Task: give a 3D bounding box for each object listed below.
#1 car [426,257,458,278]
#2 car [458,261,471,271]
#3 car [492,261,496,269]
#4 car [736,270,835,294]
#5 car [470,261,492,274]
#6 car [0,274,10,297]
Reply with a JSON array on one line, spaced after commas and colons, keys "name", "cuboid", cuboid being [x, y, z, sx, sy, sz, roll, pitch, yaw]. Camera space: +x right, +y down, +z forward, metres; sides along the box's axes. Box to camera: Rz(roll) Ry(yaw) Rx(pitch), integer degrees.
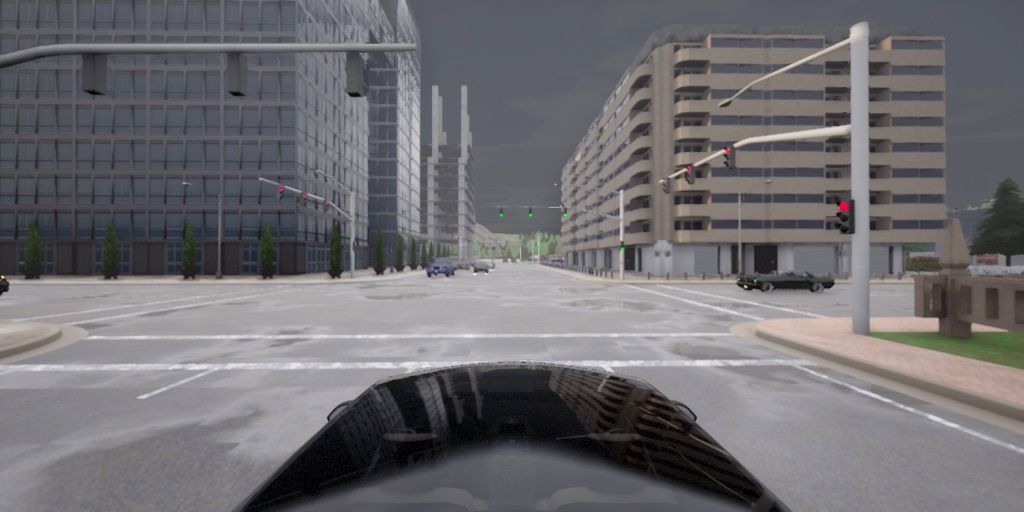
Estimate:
[{"name": "car", "cuboid": [-7.499, 1.172, 38.174, 2.150, 2.045, 5.566, 0, 0, 0]}, {"name": "car", "cuboid": [-7.669, 1.610, 54.947, 1.994, 1.385, 4.181, 0, 0, -1]}, {"name": "car", "cuboid": [-4.233, 1.611, 61.991, 1.812, 1.442, 4.674, 0, 0, 0]}, {"name": "car", "cuboid": [16.045, 1.514, 21.270, 4.718, 1.301, 1.895, 0, 0, -1]}, {"name": "car", "cuboid": [-3.992, 1.506, 47.098, 1.837, 1.490, 4.892, 0, 0, -1]}, {"name": "car", "cuboid": [-27.524, 1.112, 16.844, 5.566, 2.045, 2.150, 0, 0, -1]}]
